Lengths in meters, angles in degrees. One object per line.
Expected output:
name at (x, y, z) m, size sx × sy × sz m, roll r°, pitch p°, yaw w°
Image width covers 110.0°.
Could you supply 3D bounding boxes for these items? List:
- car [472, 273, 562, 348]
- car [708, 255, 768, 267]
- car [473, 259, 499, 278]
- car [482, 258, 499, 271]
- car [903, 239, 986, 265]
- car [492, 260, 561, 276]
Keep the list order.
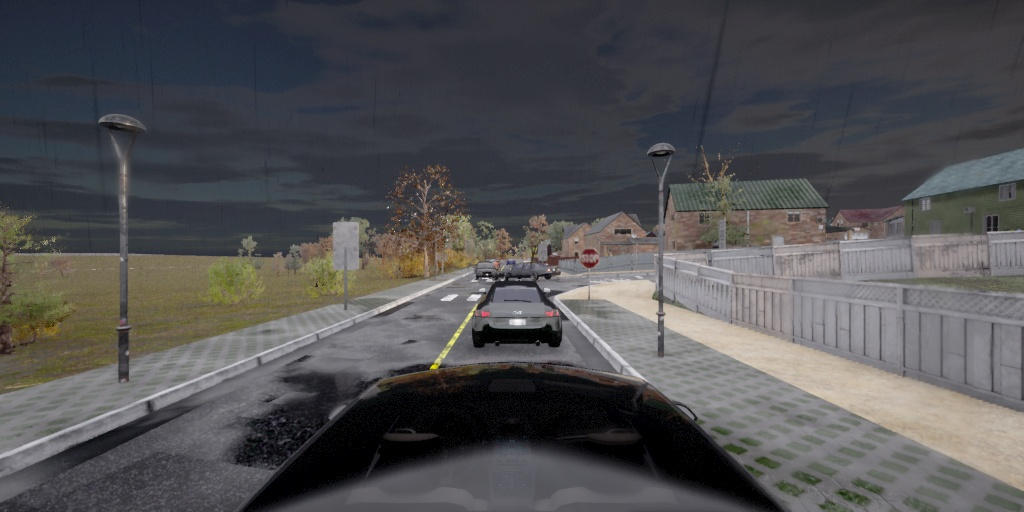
car at (0.081, 1.313, 9.282) m, size 1.994 × 1.385 × 4.181 m, roll 0°, pitch 0°, yaw -1°
car at (14.329, 0.413, 22.714) m, size 4.181 × 1.385 × 1.994 m, roll -3°, pitch 0°, yaw 16°
car at (-2.334, 1.258, 31.201) m, size 1.837 × 1.490 × 4.892 m, roll 0°, pitch 0°, yaw -8°
car at (-2.986, 1.121, 51.017) m, size 2.097 × 1.767 × 4.553 m, roll 0°, pitch 0°, yaw 0°
car at (23.836, -0.208, 20.318) m, size 4.902 × 1.511 × 2.128 m, roll -3°, pitch 0°, yaw 14°
car at (1.262, 1.198, 28.300) m, size 5.357 × 1.411 × 2.033 m, roll -4°, pitch -3°, yaw 43°
